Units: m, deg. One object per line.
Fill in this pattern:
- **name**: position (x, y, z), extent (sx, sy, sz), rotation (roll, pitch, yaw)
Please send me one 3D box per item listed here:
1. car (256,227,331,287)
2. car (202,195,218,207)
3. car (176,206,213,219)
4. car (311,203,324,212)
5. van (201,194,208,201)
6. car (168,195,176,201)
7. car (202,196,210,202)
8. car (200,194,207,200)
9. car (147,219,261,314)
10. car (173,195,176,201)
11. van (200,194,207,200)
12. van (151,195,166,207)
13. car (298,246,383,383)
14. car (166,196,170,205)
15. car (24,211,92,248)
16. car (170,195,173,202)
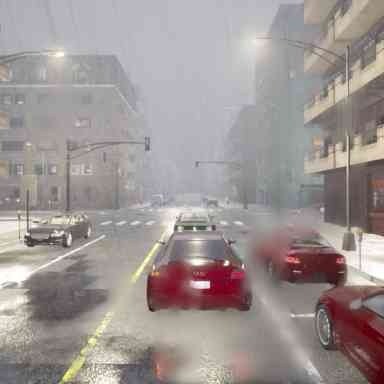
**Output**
- **car**: position (2.680, 1.584, 9.001), extent (1.802, 1.307, 4.206), rotation (1, 0, 0)
- **car**: position (3.035, 1.558, 51.123), extent (2.008, 1.369, 4.403), rotation (1, 0, 0)
- **car**: position (0.125, 1.604, 16.544), extent (1.895, 1.301, 4.718), rotation (0, 0, 0)
- **car**: position (15.599, 1.518, 36.878), extent (4.507, 1.381, 1.887), rotation (0, -1, 1)
- **van**: position (3.208, 1.349, 86.721), extent (1.690, 1.788, 3.998), rotation (1, 0, 0)
- **car**: position (-5.175, 1.554, 86.811), extent (1.887, 1.381, 4.507), rotation (1, 0, 0)
- **car**: position (3.116, 1.590, 75.381), extent (1.802, 1.307, 4.206), rotation (1, 0, 0)
- **car**: position (3.072, 1.558, 69.711), extent (2.008, 1.369, 4.403), rotation (1, 0, 0)
- **car**: position (0.117, 1.566, 7.726), extent (1.994, 1.385, 4.181), rotation (0, 0, -1)
- **car**: position (-5.264, 1.575, 75.471), extent (1.947, 1.339, 4.313), rotation (1, 0, 0)
- **van**: position (3.252, 1.350, 92.391), extent (1.690, 1.788, 3.998), rotation (1, 0, 0)
- **van**: position (-5.512, 1.349, 52.796), extent (1.690, 1.788, 3.998), rotation (1, 0, 0)
- **car**: position (2.672, 1.583, 3.330), extent (1.802, 1.307, 4.206), rotation (1, 0, 0)
- **car**: position (-5.396, 1.574, 58.459), extent (1.947, 1.339, 4.313), rotation (1, 0, 0)
- **car**: position (-5.749, 1.554, 14.751), extent (2.008, 1.369, 4.403), rotation (1, 0, 0)
- **car**: position (-5.350, 1.448, 64.129), extent (1.967, 1.590, 4.097), rotation (1, 0, 0)
